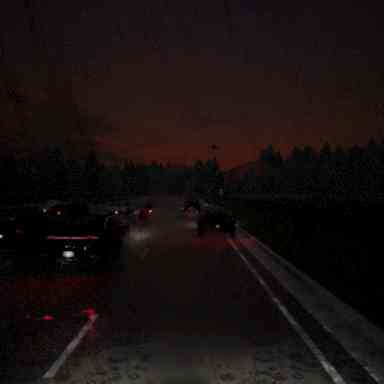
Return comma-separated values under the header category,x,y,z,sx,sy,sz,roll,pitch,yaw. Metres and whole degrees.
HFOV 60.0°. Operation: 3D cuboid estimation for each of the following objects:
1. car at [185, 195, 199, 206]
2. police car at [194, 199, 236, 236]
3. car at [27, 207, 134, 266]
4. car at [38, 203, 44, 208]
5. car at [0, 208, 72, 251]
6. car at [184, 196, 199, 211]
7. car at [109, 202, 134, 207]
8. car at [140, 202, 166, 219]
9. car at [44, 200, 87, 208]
category,x,y,z,sx,sy,sz,roll,pitch,yaw
car,0.011,1.354,53.724,2.097,1.767,4.553,0,0,0
police car,1.229,1.426,18.433,1.930,1.638,5.238,0,0,0
car,-3.398,1.492,11.581,2.128,1.511,4.902,0,0,0
car,-13.906,1.527,33.676,1.812,1.442,4.674,0,0,0
car,-6.895,1.564,13.944,1.994,1.385,4.181,0,0,0
car,0.027,1.505,40.851,1.837,1.490,4.892,0,0,0
car,-6.891,1.602,32.606,1.895,1.301,4.718,0,0,0
car,-3.394,1.565,29.556,1.994,1.385,4.181,0,0,0
car,-10.395,1.478,28.442,1.882,1.535,5.008,0,0,0
